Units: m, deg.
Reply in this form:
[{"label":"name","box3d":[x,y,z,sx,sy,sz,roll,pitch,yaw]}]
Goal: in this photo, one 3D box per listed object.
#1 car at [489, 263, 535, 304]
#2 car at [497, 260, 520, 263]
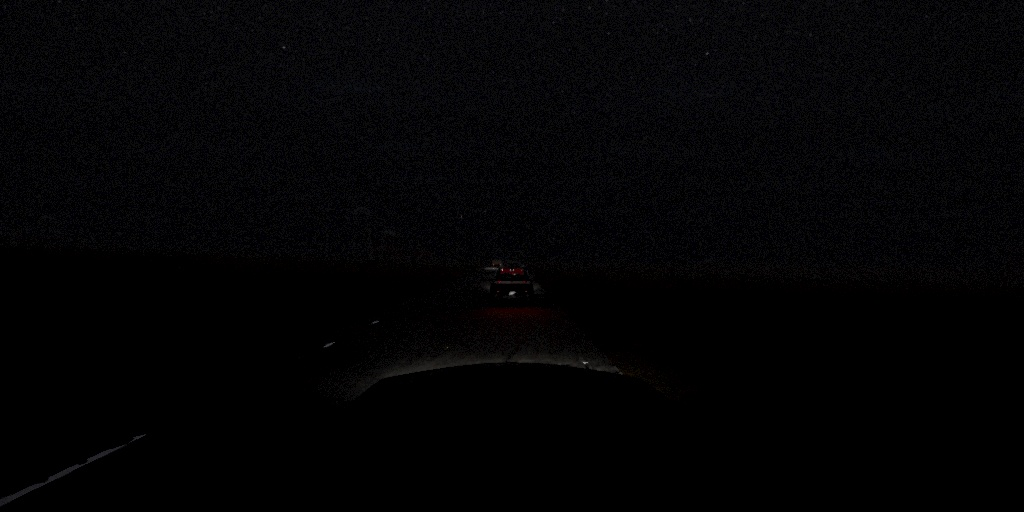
[{"label":"car","box3d":[0.000,1.264,16.506,2.128,1.511,4.902,0,0,0]},{"label":"car","box3d":[0.000,1.180,31.480,2.097,1.767,4.553,0,0,0]}]
